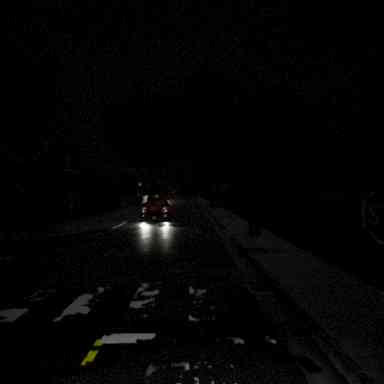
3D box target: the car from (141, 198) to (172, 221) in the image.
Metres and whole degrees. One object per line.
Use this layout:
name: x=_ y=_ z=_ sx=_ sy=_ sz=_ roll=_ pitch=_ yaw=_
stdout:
car: x=-2.783 y=1.325 z=26.597 sx=2.097 sy=1.767 sz=4.553 roll=0 pitch=0 yaw=0
